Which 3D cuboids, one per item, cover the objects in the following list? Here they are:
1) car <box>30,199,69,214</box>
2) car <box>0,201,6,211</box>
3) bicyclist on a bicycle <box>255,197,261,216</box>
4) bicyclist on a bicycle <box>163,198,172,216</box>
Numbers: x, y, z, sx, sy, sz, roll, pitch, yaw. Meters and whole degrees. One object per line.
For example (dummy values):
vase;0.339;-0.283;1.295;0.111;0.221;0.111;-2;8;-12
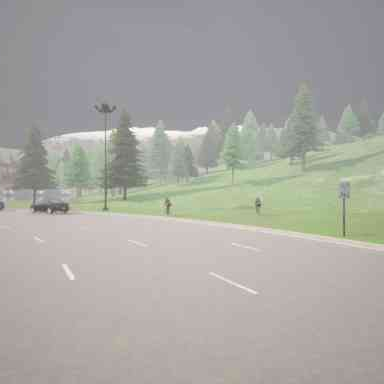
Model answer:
car;-15.011;1.478;34.955;5.008;1.535;1.882;0;0;34
car;-24.335;1.526;39.651;4.674;1.442;1.812;0;0;23
bicyclist on a bicycle;5.841;1.308;29.443;0.582;1.620;1.656;0;-2;-1
bicyclist on a bicycle;-2.113;1.304;28.959;0.582;1.620;1.656;0;-2;-31
